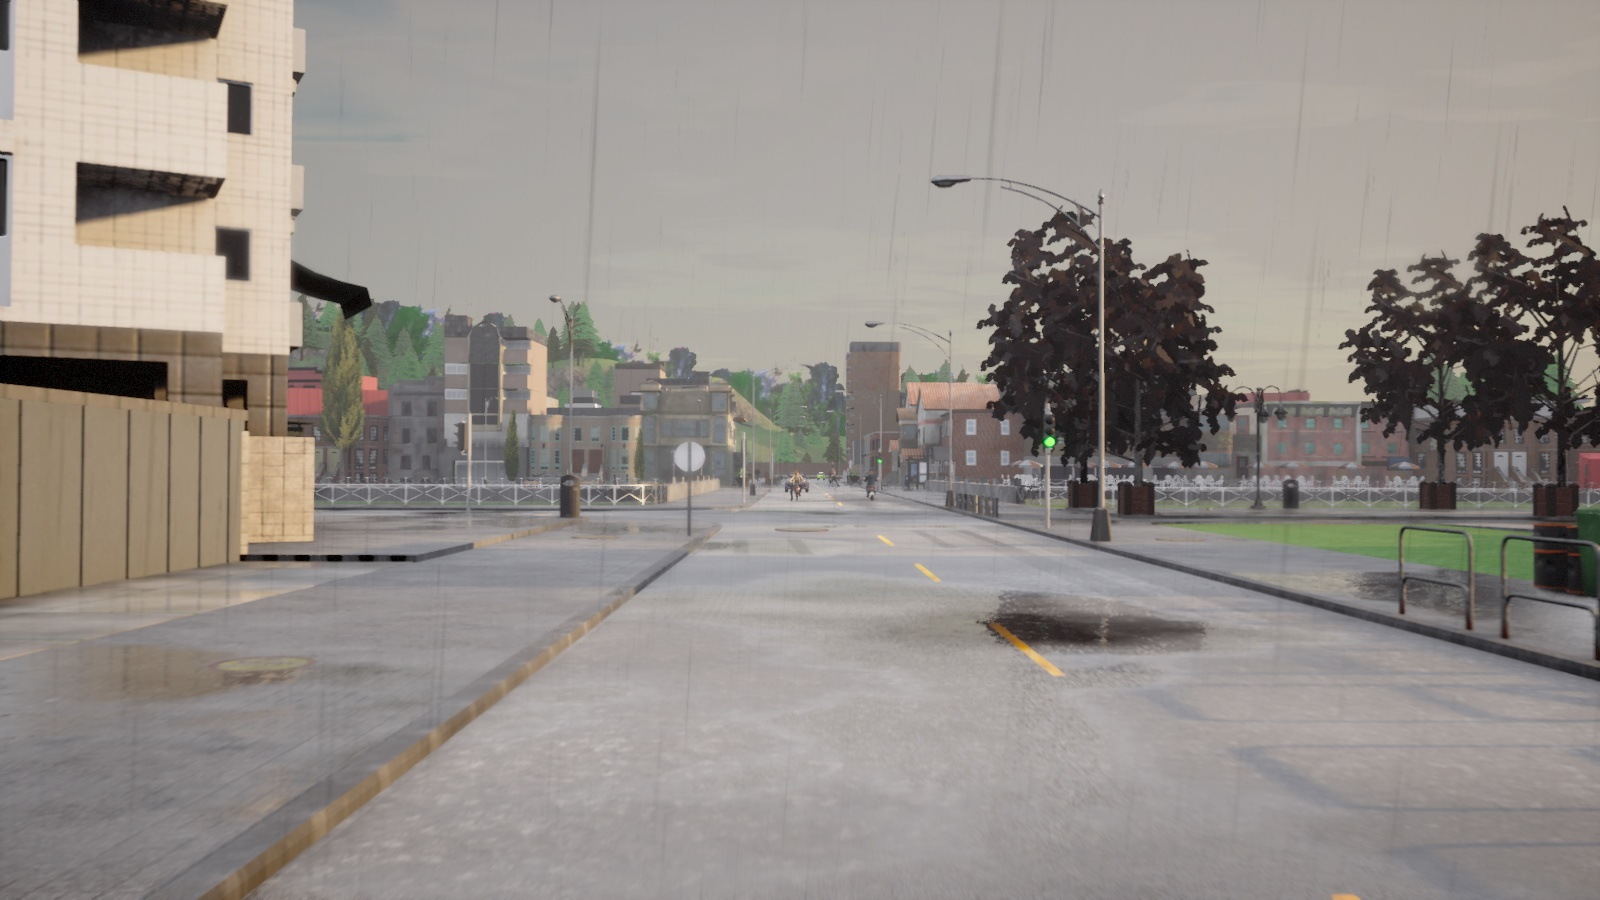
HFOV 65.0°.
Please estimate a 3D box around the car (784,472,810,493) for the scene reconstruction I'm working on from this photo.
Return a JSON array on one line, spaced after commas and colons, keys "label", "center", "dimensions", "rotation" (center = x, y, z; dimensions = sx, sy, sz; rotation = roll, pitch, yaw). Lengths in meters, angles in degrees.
[{"label": "car", "center": [-0.216, 2.376, 92.377], "dimensions": [1.816, 1.474, 4.193], "rotation": [0, -1, 0]}]
